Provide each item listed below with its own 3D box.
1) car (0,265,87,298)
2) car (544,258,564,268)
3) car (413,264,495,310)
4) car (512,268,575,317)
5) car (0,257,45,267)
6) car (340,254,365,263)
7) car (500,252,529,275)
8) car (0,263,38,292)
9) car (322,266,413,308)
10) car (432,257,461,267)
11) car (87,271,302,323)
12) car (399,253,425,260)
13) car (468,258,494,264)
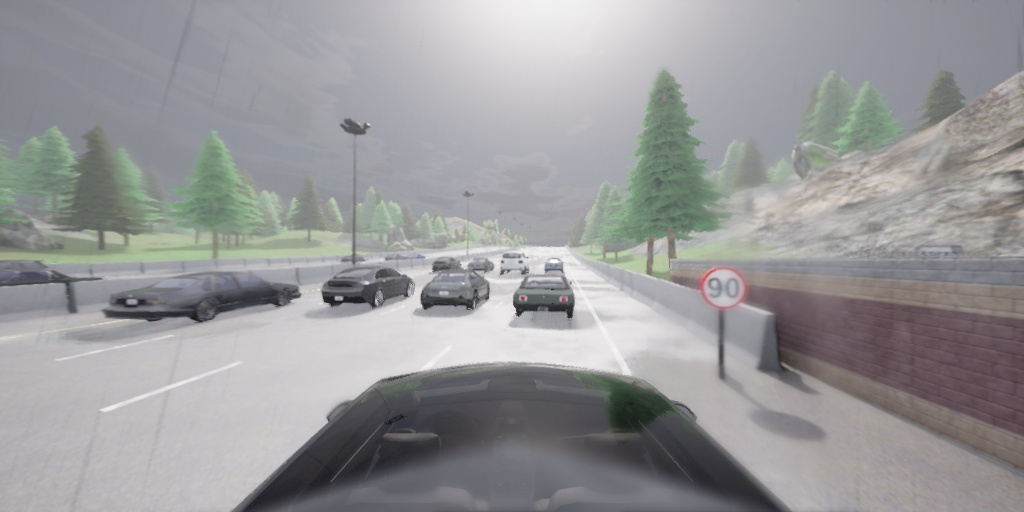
[{"bbox_3d":[-19.996,1.210,14.266,1.895,1.301,4.718,0,1,7],"label":"car"},{"bbox_3d":[4.040,0.910,34.491,2.033,1.411,5.357,0,1,7],"label":"car"},{"bbox_3d":[-2.100,1.223,14.329,1.994,1.385,4.181,0,1,7],"label":"car"},{"bbox_3d":[1.212,1.283,12.876,1.895,1.301,4.718,0,1,7],"label":"car"},{"bbox_3d":[-23.342,0.939,15.661,2.097,1.767,4.553,0,1,7],"label":"car"},{"bbox_3d":[-25.009,0.377,56.295,1.994,1.385,4.181,0,2,8],"label":"car"},{"bbox_3d":[0.286,0.612,32.783,2.150,2.045,5.566,0,1,8],"label":"car"},{"bbox_3d":[-26.745,1.115,16.685,2.033,1.411,5.357,0,1,7],"label":"car"},{"bbox_3d":[-5.597,1.153,14.602,1.837,1.490,4.892,0,1,7],"label":"car"},{"bbox_3d":[-6.410,0.831,35.563,1.837,1.490,4.892,0,1,7],"label":"car"},{"bbox_3d":[-9.518,1.210,11.761,2.033,1.411,5.357,0,1,7],"label":"car"},{"bbox_3d":[-14.730,0.357,54.076,1.882,1.535,5.008,0,2,8],"label":"car"},{"bbox_3d":[-2.977,0.894,34.824,2.033,1.411,5.357,0,1,7],"label":"car"}]
